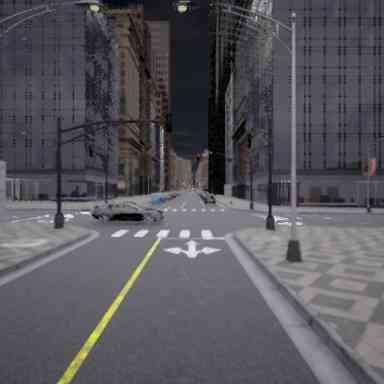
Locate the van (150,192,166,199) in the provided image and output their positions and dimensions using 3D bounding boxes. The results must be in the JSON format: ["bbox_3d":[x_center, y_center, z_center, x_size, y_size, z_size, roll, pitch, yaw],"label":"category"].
[{"bbox_3d":[-5.641,1.049,53.305,1.690,1.788,3.998,0,0,0],"label":"van"}]

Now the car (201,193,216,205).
[{"bbox_3d":[2.883,1.274,53.252,1.947,1.339,4.313,0,0,0],"label":"car"}]

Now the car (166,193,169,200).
[{"bbox_3d":[-5.606,1.254,58.955,1.802,1.307,4.206,0,0,0],"label":"car"}]

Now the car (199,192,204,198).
[{"bbox_3d":[2.992,1.178,70.199,1.802,1.307,4.206,0,0,0],"label":"car"}]

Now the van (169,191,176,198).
[{"bbox_3d":[-5.385,0.768,92.845,1.690,1.788,3.998,0,0,0],"label":"van"}]

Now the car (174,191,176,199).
[{"bbox_3d":[-5.495,0.870,75.899,2.192,1.841,5.009,0,0,0],"label":"car"}]

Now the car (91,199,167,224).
[{"bbox_3d":[-4.345,1.420,22.752,4.902,1.511,2.128,1,0,0],"label":"car"}]

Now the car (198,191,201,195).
[{"bbox_3d":[3.065,1.059,81.496,1.887,1.381,4.507,0,0,0],"label":"car"}]

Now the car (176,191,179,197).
[{"bbox_3d":[-5.422,0.786,87.196,2.192,1.841,5.009,0,0,0],"label":"car"}]

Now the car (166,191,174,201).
[{"bbox_3d":[-5.532,1.036,70.251,1.967,1.590,4.097,0,0,0],"label":"car"}]
